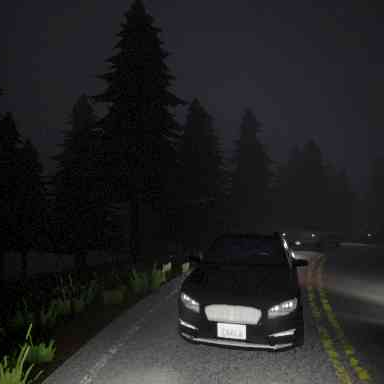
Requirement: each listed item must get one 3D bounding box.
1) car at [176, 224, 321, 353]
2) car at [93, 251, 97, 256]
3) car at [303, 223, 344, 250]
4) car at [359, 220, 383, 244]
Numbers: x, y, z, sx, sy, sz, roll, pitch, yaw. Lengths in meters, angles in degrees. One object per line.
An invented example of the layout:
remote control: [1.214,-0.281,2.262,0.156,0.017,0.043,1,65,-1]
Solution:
car: [1.131,1.561,6.596,2.128,1.511,4.902,-1,-2,15]
car: [-20.282,13.650,72.959,4.181,1.381,1.994,-2,-5,31]
car: [6.488,2.307,17.681,1.895,1.301,4.718,-3,-6,39]
car: [15.827,3.224,26.453,5.566,2.045,2.150,8,-8,-28]
